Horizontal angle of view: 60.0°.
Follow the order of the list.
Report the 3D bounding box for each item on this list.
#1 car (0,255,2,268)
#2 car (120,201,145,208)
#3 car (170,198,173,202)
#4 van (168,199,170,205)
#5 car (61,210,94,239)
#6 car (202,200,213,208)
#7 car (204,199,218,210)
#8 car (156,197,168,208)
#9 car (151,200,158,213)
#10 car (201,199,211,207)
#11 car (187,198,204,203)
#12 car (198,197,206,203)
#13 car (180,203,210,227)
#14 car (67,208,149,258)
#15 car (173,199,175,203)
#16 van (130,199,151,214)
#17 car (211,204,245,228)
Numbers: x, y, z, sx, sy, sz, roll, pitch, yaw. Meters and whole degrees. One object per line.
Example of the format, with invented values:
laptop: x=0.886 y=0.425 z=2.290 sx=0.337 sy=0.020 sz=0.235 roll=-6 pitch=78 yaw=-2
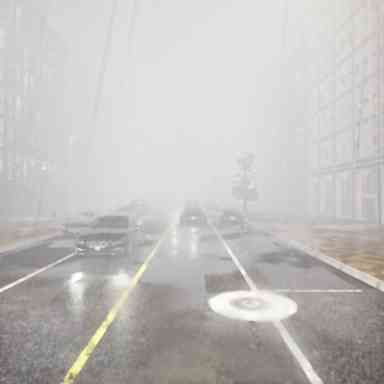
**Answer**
car: x=-5.688 y=1.647 z=6.911 sx=1.802 sy=1.307 sz=4.206 roll=0 pitch=-1 yaw=0
car: x=-5.693 y=1.816 z=29.680 sx=1.887 sy=1.381 sz=4.507 roll=0 pitch=-1 yaw=0
car: x=-5.701 y=2.183 z=69.525 sx=1.947 sy=1.339 sz=4.313 roll=0 pitch=0 yaw=0
van: x=-5.699 y=1.910 z=63.835 sx=1.690 sy=1.788 sz=3.998 roll=0 pitch=0 yaw=0
car: x=-5.691 y=1.719 z=18.296 sx=2.008 sy=1.369 sz=4.403 roll=0 pitch=-1 yaw=0
car: x=2.682 y=2.102 z=58.127 sx=1.802 sy=1.307 sz=4.206 roll=0 pitch=0 yaw=0
car: x=2.685 y=1.862 z=46.744 sx=1.967 sy=1.590 sz=4.097 roll=0 pitch=0 yaw=0
car: x=-5.698 y=1.960 z=58.141 sx=1.967 sy=1.590 sz=4.097 roll=0 pitch=0 yaw=0
car: x=-5.695 y=1.954 z=41.065 sx=1.802 sy=1.307 sz=4.206 roll=0 pitch=-1 yaw=0
car: x=2.681 y=2.096 z=63.990 sx=1.752 sy=1.417 sz=4.829 roll=0 pitch=0 yaw=0
car: x=0.093 y=1.729 z=41.589 sx=2.097 sy=1.767 sz=4.553 roll=0 pitch=0 yaw=0
car: x=2.676 y=2.250 z=92.279 sx=1.967 sy=1.590 sz=4.097 roll=0 pitch=0 yaw=0
car: x=0.095 y=1.793 z=25.002 sx=1.994 sy=1.385 sz=4.181 roll=0 pitch=-1 yaw=0
car: x=-3.095 y=1.628 z=13.328 sx=1.837 sy=1.490 sz=4.892 roll=0 pitch=0 yaw=0
car: x=-5.705 y=2.334 z=92.122 sx=1.752 sy=1.417 sz=4.829 roll=0 pitch=0 yaw=0
van: x=-5.693 y=1.663 z=35.375 sx=1.690 sy=1.788 sz=3.998 roll=0 pitch=-1 yaw=0
car: x=2.689 y=1.786 z=23.977 sx=1.947 sy=1.339 sz=4.313 roll=0 pitch=-1 yaw=0
